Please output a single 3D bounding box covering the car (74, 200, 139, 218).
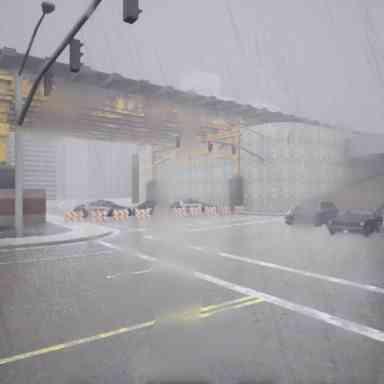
[{"bbox_3d":[-7.524,1.453,28.811,4.974,1.542,2.038,0,0,8],"label":"car"}]

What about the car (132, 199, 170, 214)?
[{"bbox_3d":[-3.764,1.295,31.547,1.853,1.218,4.536,0,0,18],"label":"car"}]

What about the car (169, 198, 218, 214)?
[{"bbox_3d":[0.129,1.453,35.259,4.974,1.542,2.038,0,0,-7],"label":"car"}]

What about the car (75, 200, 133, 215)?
[{"bbox_3d":[-7.575,1.295,28.818,4.536,1.218,1.853,0,0,8],"label":"car"}]

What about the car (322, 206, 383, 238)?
[{"bbox_3d":[8.815,1.601,17.853,1.895,1.301,4.718,0,0,39],"label":"car"}]

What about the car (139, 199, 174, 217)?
[{"bbox_3d":[-3.780,1.453,31.497,2.038,1.542,4.974,0,0,18],"label":"car"}]

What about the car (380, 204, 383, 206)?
[{"bbox_3d":[19.332,1.505,31.577,4.892,1.490,1.837,0,0,-37],"label":"car"}]

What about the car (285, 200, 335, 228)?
[{"bbox_3d":[8.073,1.351,22.161,2.097,1.767,4.553,0,0,44],"label":"car"}]

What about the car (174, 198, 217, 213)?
[{"bbox_3d":[0.077,1.295,35.252,4.536,1.218,1.853,0,0,-7],"label":"car"}]
